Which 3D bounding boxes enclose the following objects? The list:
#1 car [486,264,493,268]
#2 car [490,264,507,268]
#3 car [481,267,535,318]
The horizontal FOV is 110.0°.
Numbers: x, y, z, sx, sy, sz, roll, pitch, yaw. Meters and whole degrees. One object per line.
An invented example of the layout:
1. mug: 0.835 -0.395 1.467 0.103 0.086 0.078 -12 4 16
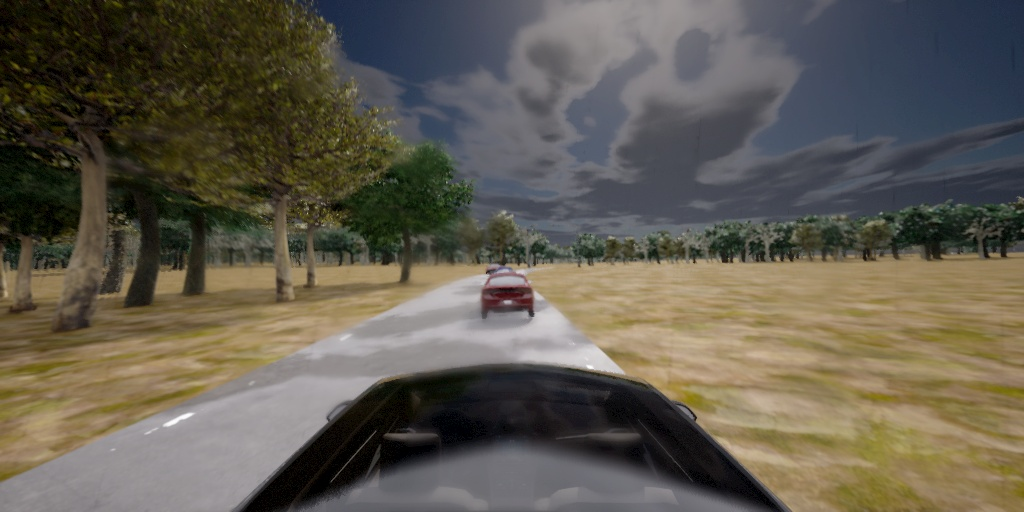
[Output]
1. car: -2.539 1.841 51.348 1.882 1.535 5.008 -2 -1 8
2. car: -0.559 1.590 28.736 1.812 1.442 4.674 -2 0 -1
3. car: -0.189 1.397 14.090 1.882 1.535 5.008 -2 -1 -1
